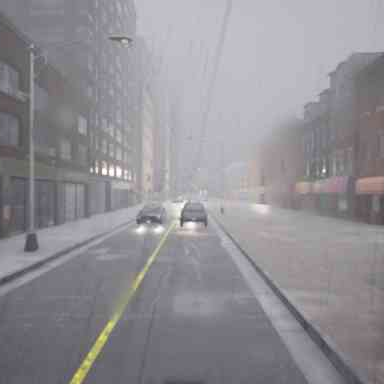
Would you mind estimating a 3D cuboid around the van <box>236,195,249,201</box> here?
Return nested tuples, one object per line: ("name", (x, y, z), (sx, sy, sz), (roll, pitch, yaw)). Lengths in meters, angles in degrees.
("van", (13.811, 1.556, 88.391), (3.998, 1.788, 1.690), (0, 0, 0))

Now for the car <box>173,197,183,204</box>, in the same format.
("car", (-2.703, 1.694, 66.076), (1.994, 1.385, 4.181), (0, 0, 0))

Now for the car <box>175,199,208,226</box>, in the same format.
("car", (0.118, 1.518, 23.372), (2.128, 1.511, 4.902), (0, 0, 0))

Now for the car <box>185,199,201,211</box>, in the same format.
("car", (0.133, 1.596, 41.751), (1.812, 1.442, 4.674), (0, 0, 0))

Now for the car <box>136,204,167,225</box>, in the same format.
("car", (-2.832, 1.574, 24.409), (2.033, 1.411, 5.357), (0, 0, 0))
